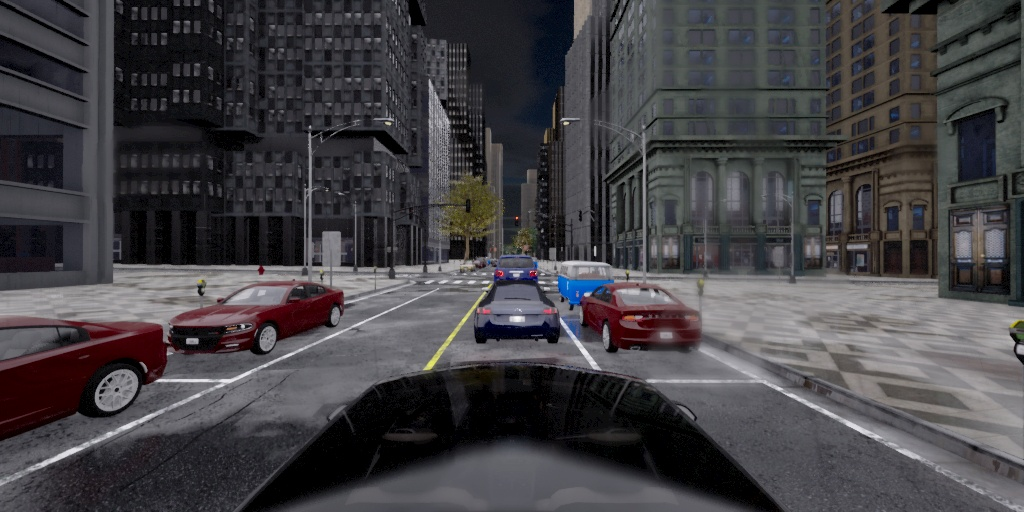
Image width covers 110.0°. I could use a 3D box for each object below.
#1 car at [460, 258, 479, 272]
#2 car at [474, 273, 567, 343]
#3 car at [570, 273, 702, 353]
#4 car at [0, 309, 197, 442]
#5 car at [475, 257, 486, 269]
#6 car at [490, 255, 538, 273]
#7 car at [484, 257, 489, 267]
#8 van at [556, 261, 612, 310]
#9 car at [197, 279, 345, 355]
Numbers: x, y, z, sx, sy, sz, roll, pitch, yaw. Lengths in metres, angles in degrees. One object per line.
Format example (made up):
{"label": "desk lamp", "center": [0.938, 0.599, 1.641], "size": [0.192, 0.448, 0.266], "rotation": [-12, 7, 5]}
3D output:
{"label": "car", "center": [-5.720, 1.297, 46.644], "size": [1.751, 1.417, 4.829], "rotation": [0, 0, 0]}
{"label": "car", "center": [0.110, 1.315, 9.653], "size": [1.994, 1.385, 4.181], "rotation": [0, 0, 0]}
{"label": "car", "center": [2.784, 1.296, 8.694], "size": [1.888, 1.381, 4.507], "rotation": [0, 0, 0]}
{"label": "car", "center": [-5.776, 1.295, 3.196], "size": [1.888, 1.381, 4.507], "rotation": [0, 0, 0]}
{"label": "car", "center": [-5.702, 1.326, 57.394], "size": [1.888, 1.381, 4.507], "rotation": [0, 0, 0]}
{"label": "car", "center": [0.139, 0.975, 19.066], "size": [2.150, 2.045, 5.566], "rotation": [0, 0, -1]}
{"label": "car", "center": [-5.697, 1.101, 62.683], "size": [2.192, 1.841, 5.009], "rotation": [0, 0, 0]}
{"label": "van", "center": [2.790, 1.093, 14.219], "size": [1.690, 1.789, 3.998], "rotation": [0, 0, 0]}
{"label": "car", "center": [-5.772, 1.296, 8.721], "size": [1.888, 1.381, 4.507], "rotation": [0, 0, 0]}
